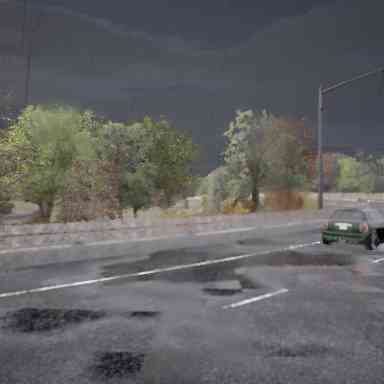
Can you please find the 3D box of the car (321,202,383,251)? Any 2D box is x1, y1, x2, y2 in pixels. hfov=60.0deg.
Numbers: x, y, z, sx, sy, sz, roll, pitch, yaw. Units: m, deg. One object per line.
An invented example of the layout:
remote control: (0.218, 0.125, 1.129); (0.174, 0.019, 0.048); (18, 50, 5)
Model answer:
car: (7.904, 1.541, 15.439); (4.553, 1.767, 2.097); (1, -1, -43)
